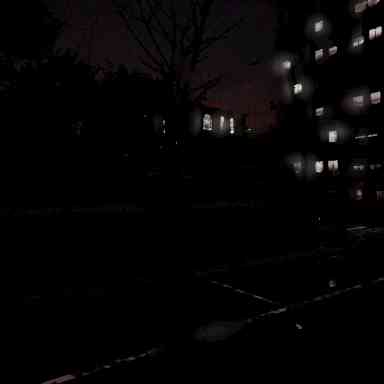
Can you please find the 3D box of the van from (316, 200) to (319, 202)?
[{"bbox_3d":[10.514,1.646,32.599,1.690,1.788,3.998,-1,0,-36],"label":"van"}]

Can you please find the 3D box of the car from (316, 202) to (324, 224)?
[{"bbox_3d":[7.959,1.770,26.317,1.837,1.490,4.892,0,-1,-35],"label":"car"}]
